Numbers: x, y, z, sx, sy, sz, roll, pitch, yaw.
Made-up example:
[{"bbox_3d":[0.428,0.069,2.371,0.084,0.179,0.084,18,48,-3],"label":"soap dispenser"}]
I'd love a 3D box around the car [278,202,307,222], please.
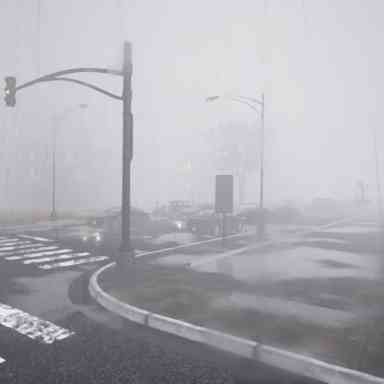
[{"bbox_3d":[7.902,1.778,27.936,1.802,1.307,4.206,1,0,36],"label":"car"}]

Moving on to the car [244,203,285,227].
[{"bbox_3d":[4.658,1.736,23.519,1.947,1.339,4.313,1,0,36],"label":"car"}]

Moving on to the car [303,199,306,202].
[{"bbox_3d":[18.043,1.726,56.114,1.752,1.417,4.829,1,0,36],"label":"car"}]

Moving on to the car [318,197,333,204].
[{"bbox_3d":[28.002,1.848,69.672,1.947,1.339,4.313,1,0,36],"label":"car"}]

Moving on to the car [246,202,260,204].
[{"bbox_3d":[6.702,1.733,36.284,1.895,1.301,4.718,1,0,36],"label":"car"}]

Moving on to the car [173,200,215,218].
[{"bbox_3d":[1.040,1.634,28.583,2.033,1.411,5.357,1,0,36],"label":"car"}]

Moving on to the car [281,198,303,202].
[{"bbox_3d":[12.867,1.708,44.597,1.812,1.442,4.674,1,0,37],"label":"car"}]

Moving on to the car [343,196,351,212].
[{"bbox_3d":[18.369,1.720,42.315,1.967,1.590,4.097,1,0,36],"label":"car"}]

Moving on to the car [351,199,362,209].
[{"bbox_3d":[24.899,1.773,51.292,1.967,1.590,4.097,1,0,36],"label":"car"}]

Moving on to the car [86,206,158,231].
[{"bbox_3d":[-4.509,1.607,21.032,1.994,1.385,4.181,1,0,36],"label":"car"}]

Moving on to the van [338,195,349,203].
[{"bbox_3d":[37.863,1.706,83.094,1.690,1.788,3.998,1,0,36],"label":"van"}]

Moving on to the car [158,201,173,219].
[{"bbox_3d":[-1.675,1.480,29.485,1.967,1.590,4.097,1,0,36],"label":"car"}]

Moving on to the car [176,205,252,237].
[{"bbox_3d":[1.413,1.696,19.100,2.008,1.369,4.403,1,0,36],"label":"car"}]

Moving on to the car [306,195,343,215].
[{"bbox_3d":[15.111,1.569,37.822,2.192,1.841,5.009,1,0,36],"label":"car"}]

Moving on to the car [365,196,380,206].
[{"bbox_3d":[34.857,1.940,64.850,1.752,1.417,4.829,1,0,36],"label":"car"}]

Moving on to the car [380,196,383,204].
[{"bbox_3d":[41.332,1.784,73.660,2.192,1.841,5.009,1,0,36],"label":"car"}]
